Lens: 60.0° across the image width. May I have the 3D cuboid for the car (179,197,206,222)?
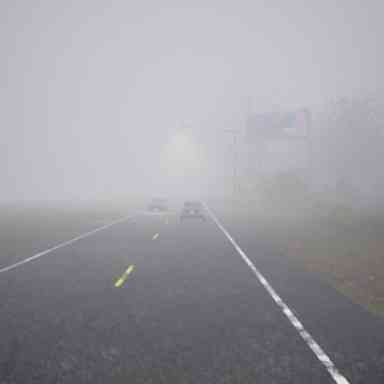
[{"bbox_3d":[0.047,1.362,24.522,2.033,1.411,5.357,0,0,1],"label":"car"}]

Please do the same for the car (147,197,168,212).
[{"bbox_3d":[-3.515,1.282,35.156,2.033,1.411,5.357,0,0,0],"label":"car"}]
